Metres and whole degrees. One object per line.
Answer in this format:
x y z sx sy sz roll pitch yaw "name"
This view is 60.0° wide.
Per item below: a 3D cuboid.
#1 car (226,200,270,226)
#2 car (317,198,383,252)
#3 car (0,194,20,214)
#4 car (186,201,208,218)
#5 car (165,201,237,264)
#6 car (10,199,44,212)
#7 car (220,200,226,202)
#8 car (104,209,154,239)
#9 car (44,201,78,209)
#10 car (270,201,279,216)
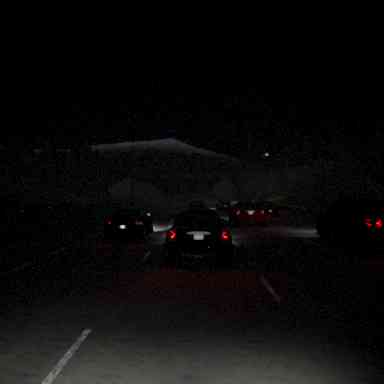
3.882 1.418 23.960 2.097 1.767 4.553 0 0 1 "car"
7.263 1.276 14.239 2.150 2.045 5.566 0 0 1 "car"
-20.576 1.229 35.865 2.150 2.045 5.566 0 0 1 "car"
0.489 1.624 32.882 2.033 1.411 5.357 0 0 1 "car"
0.231 1.381 12.094 2.097 1.767 4.553 0 0 1 "car"
-17.078 1.631 35.845 1.895 1.301 4.718 0 0 1 "car"
4.105 1.673 42.322 1.994 1.385 4.181 0 0 1 "car"
-3.201 1.594 17.461 1.994 1.385 4.181 0 0 1 "car"
-13.580 1.641 35.696 1.895 1.301 4.718 0 0 1 "car"
7.504 1.627 34.024 1.812 1.442 4.674 0 0 1 "car"
